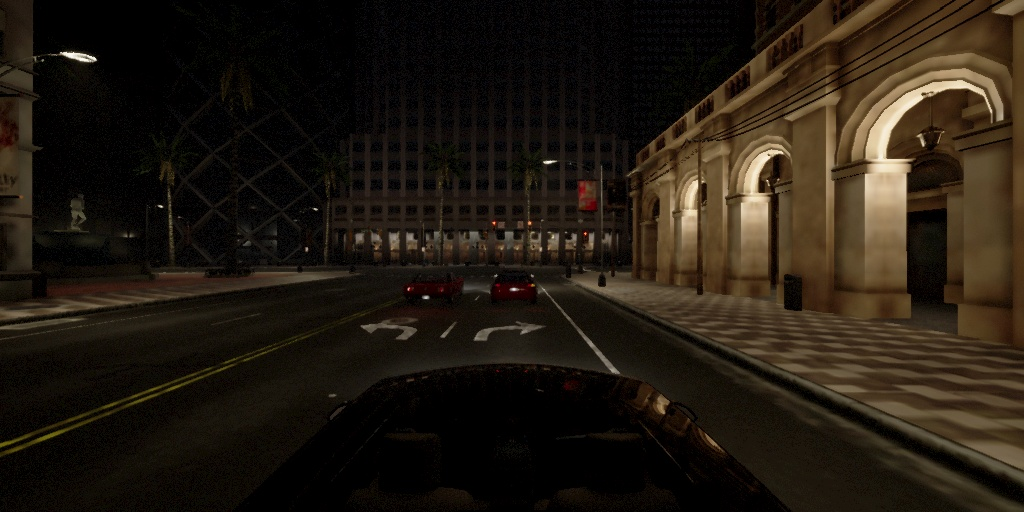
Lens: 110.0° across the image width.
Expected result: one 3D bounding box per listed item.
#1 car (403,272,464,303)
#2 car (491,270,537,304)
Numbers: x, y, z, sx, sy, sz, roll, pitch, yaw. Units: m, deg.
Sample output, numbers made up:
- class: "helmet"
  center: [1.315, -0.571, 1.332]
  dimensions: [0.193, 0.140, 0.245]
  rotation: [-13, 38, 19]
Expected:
- class: "car"
  center: [-3.404, 1.365, 16.500]
  dimensions: [1.895, 1.301, 4.718]
  rotation: [0, 0, 0]
- class: "car"
  center: [0.096, 1.321, 16.445]
  dimensions: [1.994, 1.385, 4.181]
  rotation: [0, 0, 0]
